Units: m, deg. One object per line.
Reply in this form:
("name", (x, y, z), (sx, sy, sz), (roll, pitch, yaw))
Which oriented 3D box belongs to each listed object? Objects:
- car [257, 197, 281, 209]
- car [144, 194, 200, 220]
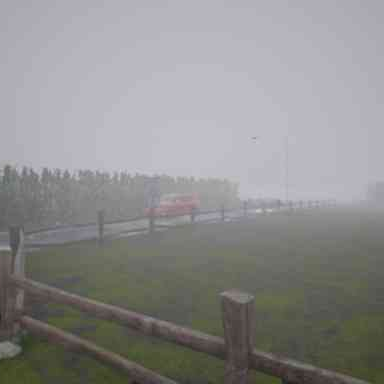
("car", (10.576, 1.452, 45.266), (1.882, 1.535, 5.008), (0, 0, 35))
("car", (-1.517, 1.179, 27.754), (2.150, 2.045, 5.566), (0, 0, 35))
